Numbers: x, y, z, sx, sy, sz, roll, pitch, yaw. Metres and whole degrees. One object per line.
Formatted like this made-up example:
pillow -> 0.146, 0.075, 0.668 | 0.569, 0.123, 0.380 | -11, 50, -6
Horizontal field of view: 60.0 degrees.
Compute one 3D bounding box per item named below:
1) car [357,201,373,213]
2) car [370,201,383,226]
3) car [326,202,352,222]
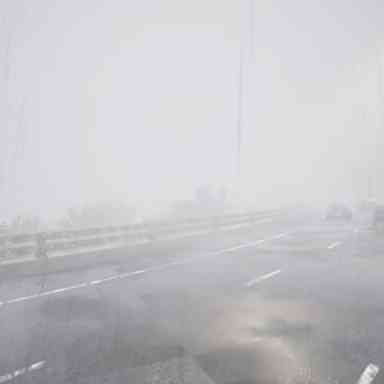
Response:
car -> 22.450, 1.872, 42.636 | 2.128, 1.511, 4.902 | -2, -1, 19
car -> 14.651, 1.701, 25.015 | 1.837, 1.490, 4.892 | -2, -1, 29
car -> 13.466, 1.889, 30.280 | 1.994, 1.385, 4.181 | -2, -1, 27
